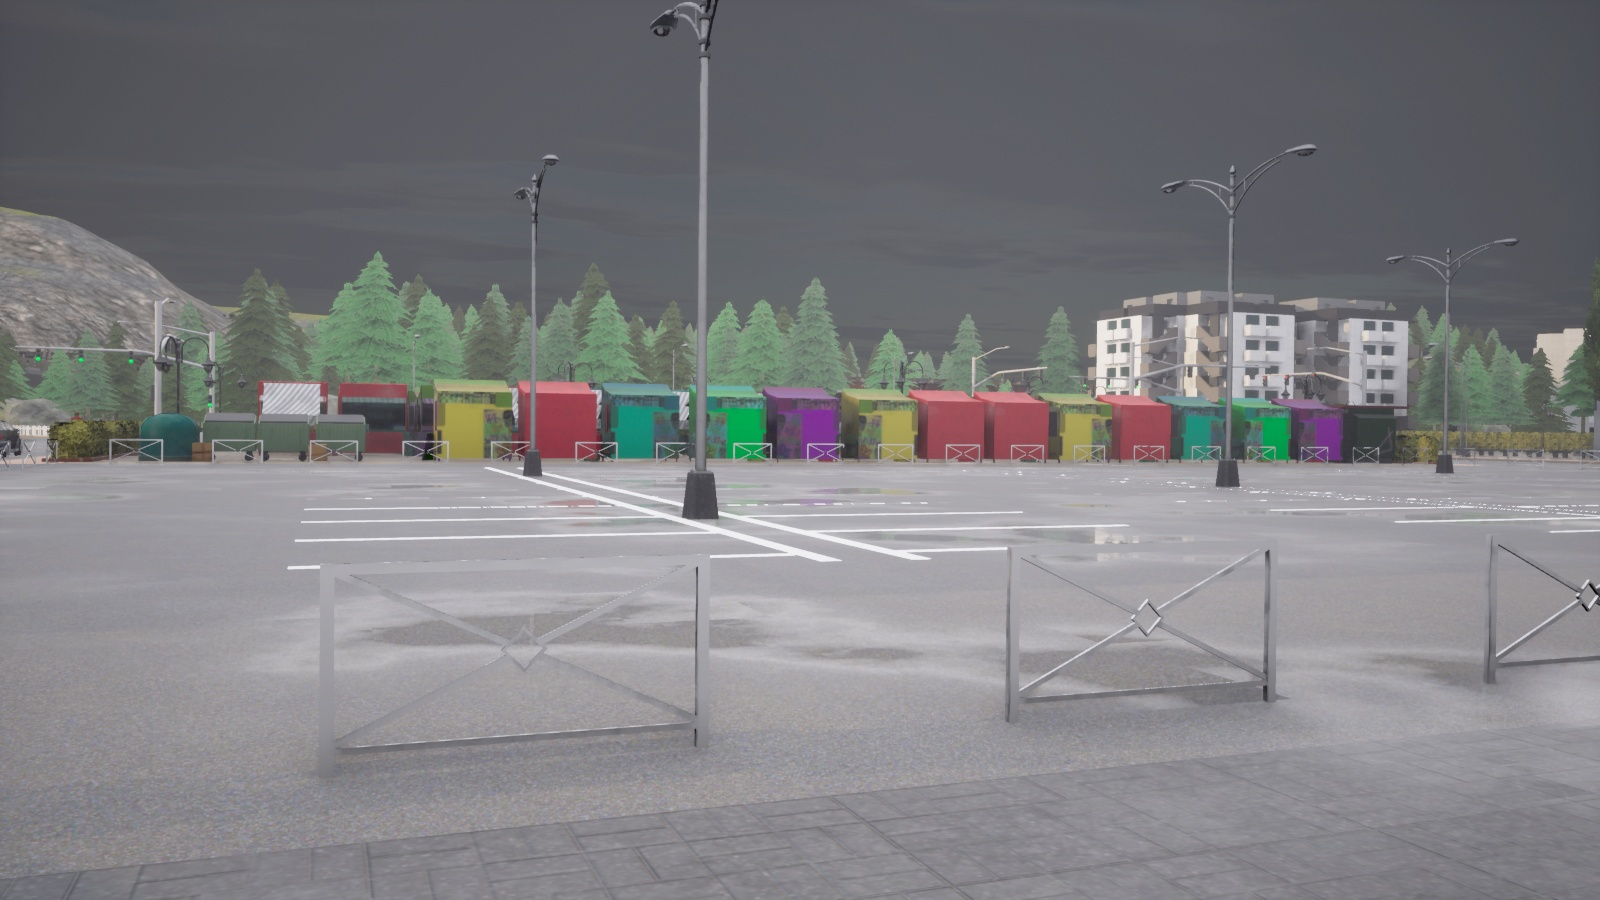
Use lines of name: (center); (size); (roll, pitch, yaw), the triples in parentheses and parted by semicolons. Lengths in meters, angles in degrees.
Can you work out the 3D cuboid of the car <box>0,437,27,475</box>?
car: (-33.577, 0.235, 52.197); (1.789, 1.549, 3.705); (-1, 1, -21)
